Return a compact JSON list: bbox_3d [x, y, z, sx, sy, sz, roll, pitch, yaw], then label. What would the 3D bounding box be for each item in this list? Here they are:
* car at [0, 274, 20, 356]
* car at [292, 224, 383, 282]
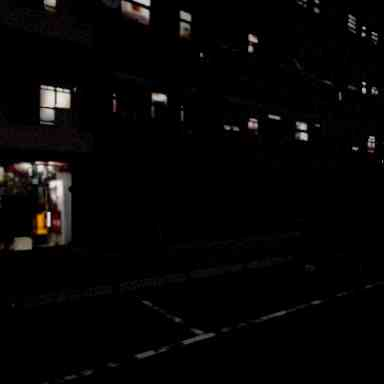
[{"bbox_3d":[-4.344,1.528,3.473,4.507,1.381,1.887,1,-1,-36],"label":"car"},{"bbox_3d":[4.907,1.667,10.081,4.313,1.339,1.947,1,-1,-36],"label":"car"}]
